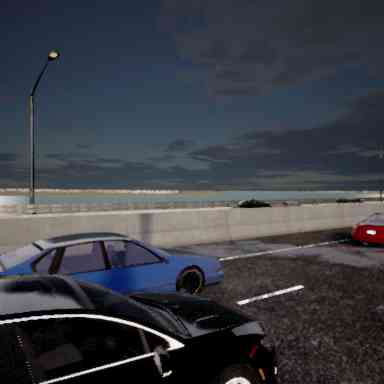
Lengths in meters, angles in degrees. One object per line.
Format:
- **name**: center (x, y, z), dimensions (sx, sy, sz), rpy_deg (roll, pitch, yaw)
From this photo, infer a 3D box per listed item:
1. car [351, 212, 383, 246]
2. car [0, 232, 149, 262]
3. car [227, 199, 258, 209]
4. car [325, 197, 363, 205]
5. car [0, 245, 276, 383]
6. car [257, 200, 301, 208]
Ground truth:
- **car**: center (8.644, 1.545, 14.188), dimensions (4.181, 1.385, 1.994), rpy_deg (0, 0, -36)
- **car**: center (-1.886, 1.545, 6.701), dimensions (5.357, 1.411, 2.033), rpy_deg (0, 0, -35)
- **car**: center (5.727, 1.449, 33.793), dimensions (5.008, 1.535, 1.882), rpy_deg (0, 0, -35)
- **car**: center (14.222, 1.316, 31.201), dimensions (4.553, 1.767, 2.097), rpy_deg (0, 0, -35)
- **car**: center (-1.365, 1.504, 2.767), dimensions (4.892, 1.490, 1.837), rpy_deg (0, 0, -36)
- **car**: center (8.793, 1.571, 31.672), dimensions (4.718, 1.301, 1.895), rpy_deg (0, 0, -35)
